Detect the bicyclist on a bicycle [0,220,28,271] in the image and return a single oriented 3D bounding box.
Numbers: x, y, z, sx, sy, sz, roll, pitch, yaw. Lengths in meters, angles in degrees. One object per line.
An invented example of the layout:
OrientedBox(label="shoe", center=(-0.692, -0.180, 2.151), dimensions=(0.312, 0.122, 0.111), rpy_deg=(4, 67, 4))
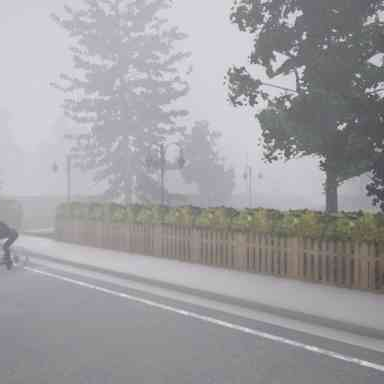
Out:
OrientedBox(label="bicyclist on a bicycle", center=(-5.286, 1.431, 9.085), dimensions=(0.582, 1.620, 1.656), rpy_deg=(0, 0, 37))
